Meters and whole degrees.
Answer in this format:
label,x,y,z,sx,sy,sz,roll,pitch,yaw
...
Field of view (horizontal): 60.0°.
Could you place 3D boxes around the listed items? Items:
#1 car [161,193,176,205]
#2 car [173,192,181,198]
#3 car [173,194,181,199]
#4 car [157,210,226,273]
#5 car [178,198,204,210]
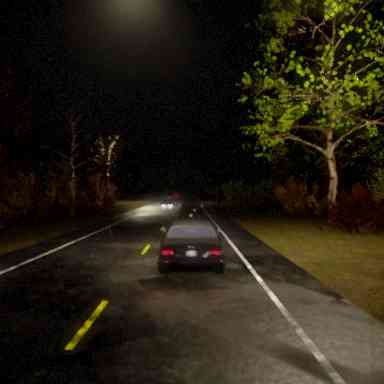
label,x,y,z,sx,sy,sz,roll,pitch,yaw
car,-4.366,1.418,58.489,2.128,1.511,4.902,0,0,-4
car,-3.958,0.902,84.531,2.150,2.045,5.566,0,0,-2
car,-4.125,1.234,91.976,2.128,1.511,4.902,0,0,0
car,-0.006,1.539,10.583,2.033,1.411,5.357,0,0,0
car,-0.080,1.484,27.783,1.837,1.490,4.892,0,0,0
